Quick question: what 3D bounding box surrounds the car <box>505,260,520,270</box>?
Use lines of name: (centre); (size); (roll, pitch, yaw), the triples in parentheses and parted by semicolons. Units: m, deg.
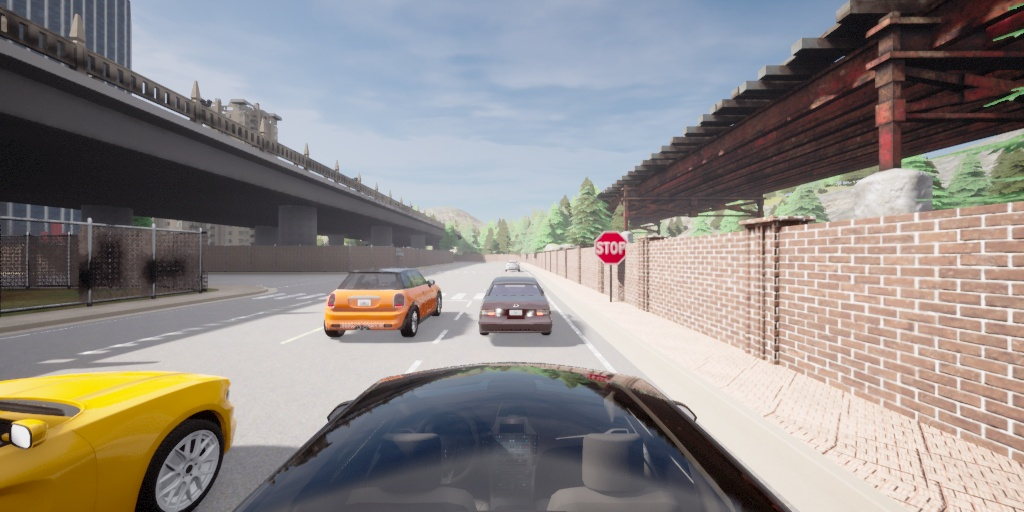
car: (0.085, 1.275, 46.303); (1.812, 1.442, 4.674); (0, 0, -1)

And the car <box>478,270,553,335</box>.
car: (0.082, 1.297, 10.434); (2.033, 1.411, 5.357); (0, 0, 0)

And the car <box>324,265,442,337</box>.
car: (-3.419, 1.102, 10.413); (2.097, 1.767, 4.553); (0, 0, 0)

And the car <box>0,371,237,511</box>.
car: (-3.397, 1.228, 1.155); (1.882, 1.535, 5.008); (0, 0, 0)
